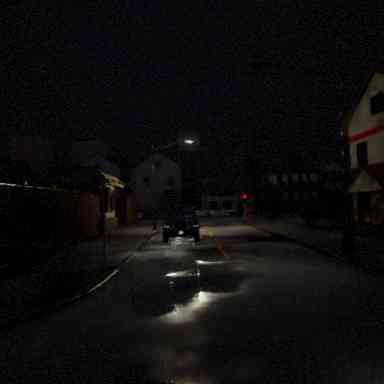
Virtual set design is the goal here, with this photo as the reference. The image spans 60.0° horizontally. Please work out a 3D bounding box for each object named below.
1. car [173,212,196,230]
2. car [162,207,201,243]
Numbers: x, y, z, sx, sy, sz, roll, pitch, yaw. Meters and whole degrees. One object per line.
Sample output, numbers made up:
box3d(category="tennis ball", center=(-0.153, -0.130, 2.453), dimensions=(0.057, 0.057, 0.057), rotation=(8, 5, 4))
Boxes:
box3d(category="car", center=(-0.629, 2.716, 31.481), dimensions=(1.994, 1.385, 4.181), rotation=(-2, -2, 0))
box3d(category="car", center=(-0.620, 2.019, 21.432), dimensions=(2.150, 2.045, 5.566), rotation=(-2, -2, 0))
